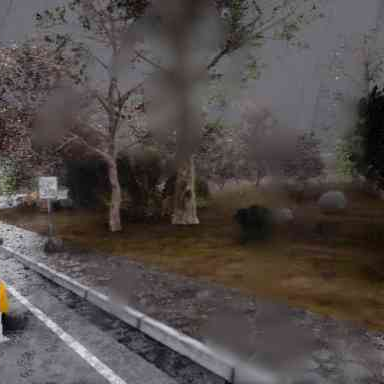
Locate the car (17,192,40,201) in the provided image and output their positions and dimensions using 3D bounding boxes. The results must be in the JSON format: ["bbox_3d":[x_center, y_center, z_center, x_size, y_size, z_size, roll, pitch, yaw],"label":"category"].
[{"bbox_3d":[-31.975,0.811,65.410,1.882,1.535,5.008,-2,2,16],"label":"car"}]

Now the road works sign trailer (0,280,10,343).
[{"bbox_3d":[-4.540,0.483,5.316,2.380,3.560,2.880,-2,1,-41],"label":"road works sign trailer"}]
